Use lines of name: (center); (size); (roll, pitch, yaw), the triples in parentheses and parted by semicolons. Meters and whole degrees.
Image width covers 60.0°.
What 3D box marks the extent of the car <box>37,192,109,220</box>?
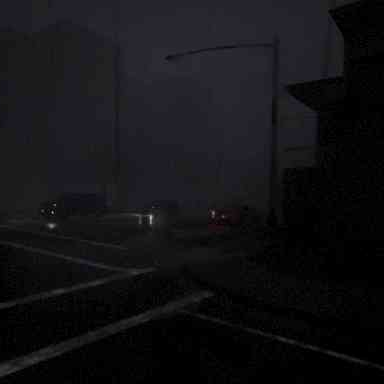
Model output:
car: (-9.204, 1.060, 26.332); (2.150, 2.045, 5.566); (2, 0, 36)

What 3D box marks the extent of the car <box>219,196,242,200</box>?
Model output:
car: (5.131, 1.548, 46.107); (2.150, 2.045, 5.566); (2, 0, 36)

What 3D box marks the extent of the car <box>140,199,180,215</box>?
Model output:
car: (-3.230, 1.511, 34.591); (1.837, 1.490, 4.892); (2, 0, 36)

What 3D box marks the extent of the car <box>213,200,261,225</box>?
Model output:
car: (3.721, 1.659, 25.979); (1.882, 1.535, 5.008); (2, 0, 36)
